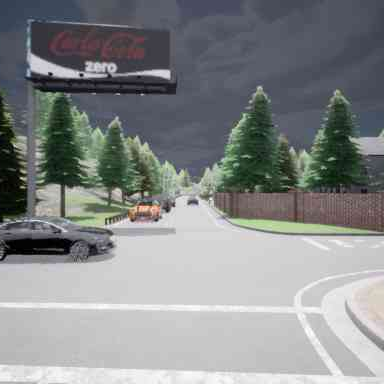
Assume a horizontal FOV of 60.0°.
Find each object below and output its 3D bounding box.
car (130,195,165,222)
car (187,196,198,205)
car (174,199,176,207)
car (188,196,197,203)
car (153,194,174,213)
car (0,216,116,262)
[{"bbox_3d":[-3.580,1.352,26.502,2.097,1.767,4.553,0,0,0],"label":"car"},{"bbox_3d":[0.144,1.601,58.289,1.895,1.301,4.718,0,0,0],"label":"car"},{"bbox_3d":[-3.547,1.352,49.497,2.097,1.767,4.553,0,0,0],"label":"car"},{"bbox_3d":[0.158,1.505,68.774,1.837,1.490,4.892,0,0,0],"label":"car"},{"bbox_3d":[-3.570,1.220,37.170,2.150,2.045,5.566,0,0,0],"label":"car"},{"bbox_3d":[-5.305,1.654,12.245,4.902,1.511,2.128,-1,0,0],"label":"car"}]
